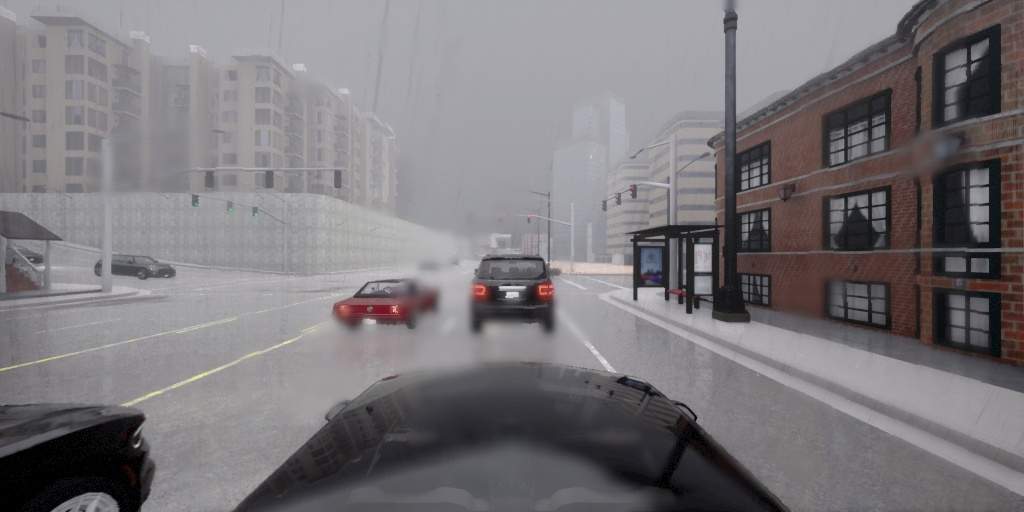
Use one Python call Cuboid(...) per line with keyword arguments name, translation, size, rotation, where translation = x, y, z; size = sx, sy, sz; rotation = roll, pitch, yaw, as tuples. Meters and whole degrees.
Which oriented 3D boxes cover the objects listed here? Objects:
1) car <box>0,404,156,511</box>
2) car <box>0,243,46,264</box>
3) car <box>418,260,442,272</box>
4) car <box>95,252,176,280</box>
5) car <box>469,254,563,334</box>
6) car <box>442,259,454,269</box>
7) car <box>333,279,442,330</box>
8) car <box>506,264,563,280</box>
Cuboid(name="car", translation=(-3.403, 1.228, 0.384), size=(1.882, 1.535, 5.008), rotation=(0, 0, 0))
Cuboid(name="car", translation=(-37.864, -0.224, 26.811), size=(4.181, 1.385, 1.994), rotation=(9, 0, -1))
Cuboid(name="car", translation=(-10.848, 1.314, 46.960), size=(1.994, 1.385, 4.181), rotation=(0, 0, 0))
Cuboid(name="car", translation=(-28.081, 0.719, 26.904), size=(4.553, 1.767, 2.097), rotation=(5, 0, 0))
Cuboid(name="car", translation=(0.024, 0.971, 10.750), size=(2.150, 2.045, 5.566), rotation=(0, 0, 0))
Cuboid(name="car", translation=(-10.893, 1.276, 56.939), size=(1.812, 1.442, 4.674), rotation=(0, 0, -1))
Cuboid(name="car", translation=(-3.474, 1.351, 11.066), size=(1.895, 1.301, 4.718), rotation=(0, 0, 0))
Cuboid(name="car", translation=(1.875, 1.351, 30.871), size=(4.718, 1.301, 1.895), rotation=(0, 0, -1))
